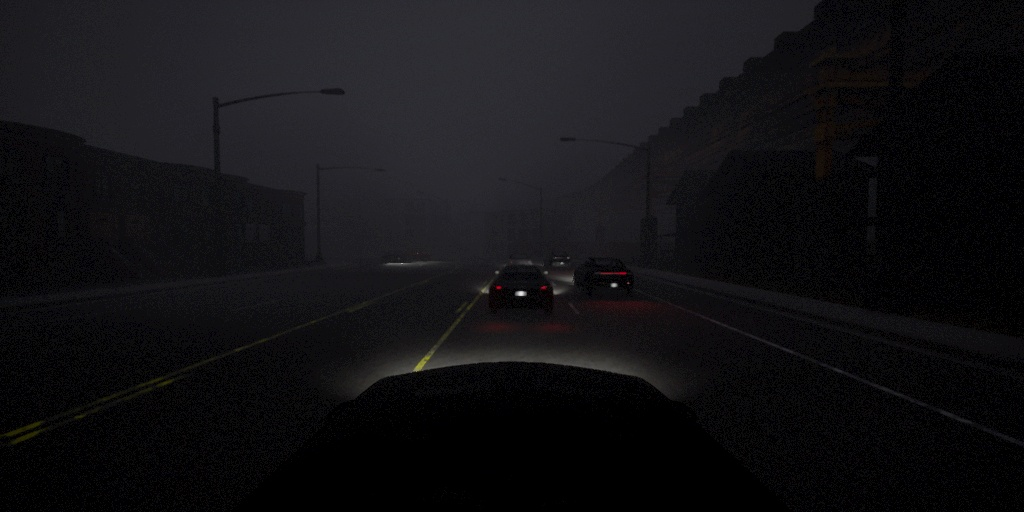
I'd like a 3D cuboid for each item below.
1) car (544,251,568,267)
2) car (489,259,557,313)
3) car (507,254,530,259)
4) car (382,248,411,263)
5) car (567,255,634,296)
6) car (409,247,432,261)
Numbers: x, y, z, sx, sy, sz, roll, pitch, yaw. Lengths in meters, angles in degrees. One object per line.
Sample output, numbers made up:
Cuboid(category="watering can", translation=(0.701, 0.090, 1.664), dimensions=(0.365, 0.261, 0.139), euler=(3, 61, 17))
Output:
Cuboid(category="car", translation=(3.947, 0.304, 31.686), dimensions=(2.128, 1.511, 4.902), euler=(0, 2, -3))
Cuboid(category="car", translation=(0.320, 0.981, 12.233), dimensions=(1.994, 1.385, 4.181), euler=(0, 2, 2))
Cuboid(category="car", translation=(0.557, 0.451, 30.143), dimensions=(1.895, 1.301, 4.718), euler=(0, 2, -1))
Cuboid(category="car", translation=(-13.151, 0.058, 39.963), dimensions=(1.994, 1.385, 4.181), euler=(-1, 2, -32))
Cuboid(category="car", translation=(3.944, 0.803, 15.965), dimensions=(2.128, 1.511, 4.902), euler=(0, 2, 2))
Cuboid(category="car", translation=(-11.682, -0.285, 44.231), dimensions=(2.097, 1.767, 4.553), euler=(-2, 2, -40))
